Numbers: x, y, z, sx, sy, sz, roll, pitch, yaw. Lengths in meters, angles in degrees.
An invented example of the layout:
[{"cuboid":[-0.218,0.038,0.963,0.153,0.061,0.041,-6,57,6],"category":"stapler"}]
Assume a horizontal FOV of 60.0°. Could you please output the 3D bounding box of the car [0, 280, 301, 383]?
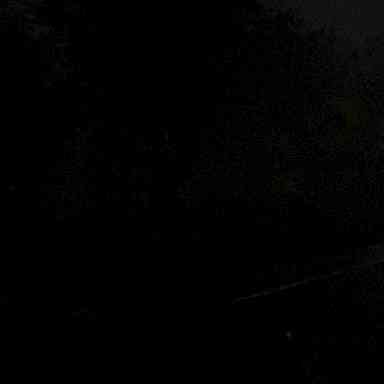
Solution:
[{"cuboid":[-1.469,1.543,2.698,5.357,1.411,2.033,-1,1,-36],"category":"car"}]
